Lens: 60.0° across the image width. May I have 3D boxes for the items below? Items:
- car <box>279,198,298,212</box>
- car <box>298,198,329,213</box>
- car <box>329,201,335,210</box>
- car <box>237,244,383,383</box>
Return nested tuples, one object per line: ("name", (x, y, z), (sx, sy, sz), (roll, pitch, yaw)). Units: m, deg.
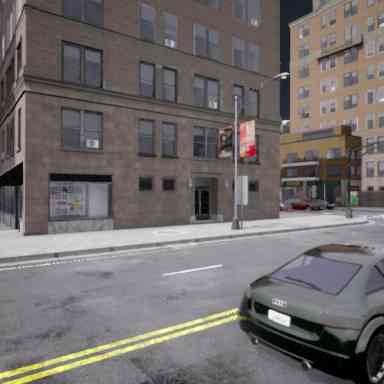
("car", (9.238, 1.420, 37.291), (1.967, 1.590, 4.097), (0, 0, -35))
("car", (12.291, 1.467, 37.354), (1.882, 1.535, 5.008), (0, 0, -35))
("car", (15.806, 1.576, 41.900), (1.947, 1.339, 4.313), (0, 0, -35))
("car", (2.734, 1.563, 5.372), (4.181, 1.385, 1.994), (0, 0, -35))
